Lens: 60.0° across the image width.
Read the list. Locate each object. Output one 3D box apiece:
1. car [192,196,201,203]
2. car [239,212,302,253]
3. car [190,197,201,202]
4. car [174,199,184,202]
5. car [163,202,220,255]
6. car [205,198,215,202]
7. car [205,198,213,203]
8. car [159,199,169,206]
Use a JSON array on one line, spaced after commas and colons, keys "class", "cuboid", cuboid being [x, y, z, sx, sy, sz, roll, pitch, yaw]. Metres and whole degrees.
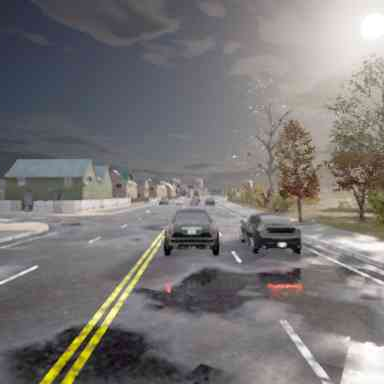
[{"class": "car", "cuboid": [1.112, 1.933, 84.629, 2.097, 1.767, 4.553, 0, 0, 3]}, {"class": "car", "cuboid": [3.246, 1.642, 14.349, 1.837, 1.490, 4.892, 0, 0, 0]}, {"class": "car", "cuboid": [0.453, 2.147, 68.558, 2.033, 1.411, 5.357, 0, 0, 2]}, {"class": "car", "cuboid": [-2.720, 2.145, 70.873, 1.812, 1.442, 4.674, 0, 0, 2]}, {"class": "car", "cuboid": [-0.006, 1.482, 14.141, 2.097, 1.767, 4.553, 0, -1, 0]}, {"class": "car", "cuboid": [3.707, 1.947, 68.540, 2.097, 1.767, 4.553, 0, -1, 2]}, {"class": "car", "cuboid": [4.361, 2.169, 84.529, 1.895, 1.301, 4.718, 0, 0, 3]}, {"class": "car", "cuboid": [-5.967, 2.165, 71.013, 2.033, 1.411, 5.357, 0, 0, 2]}]
